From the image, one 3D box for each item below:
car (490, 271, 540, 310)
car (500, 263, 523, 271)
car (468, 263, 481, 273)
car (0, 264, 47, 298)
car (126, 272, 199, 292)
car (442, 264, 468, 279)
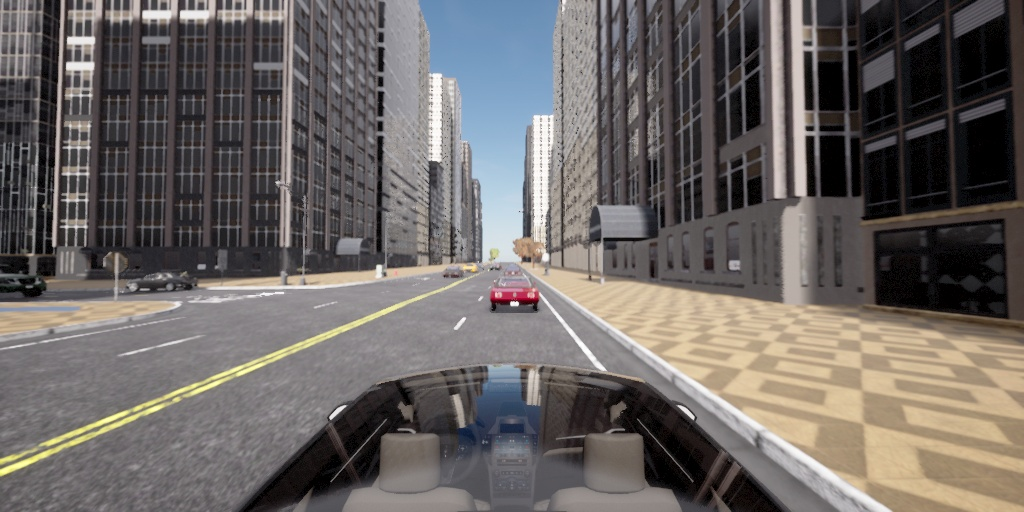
[{"bbox_3d":[0.104,1.517,15.600,1.895,1.301,4.718,0,-1,0],"label":"car"},{"bbox_3d":[0.104,1.721,36.632,2.033,1.411,5.357,0,-1,0],"label":"car"},{"bbox_3d":[-6.562,1.895,56.631,1.882,1.535,5.008,0,-1,0],"label":"car"},{"bbox_3d":[-30.271,1.428,20.417,5.566,2.045,2.150,-1,-2,-1],"label":"car"},{"bbox_3d":[-25.660,1.879,26.361,4.403,1.370,2.007,0,0,-1],"label":"car"},{"bbox_3d":[-6.590,1.771,40.697,2.033,1.411,5.357,0,-1,0],"label":"car"}]
